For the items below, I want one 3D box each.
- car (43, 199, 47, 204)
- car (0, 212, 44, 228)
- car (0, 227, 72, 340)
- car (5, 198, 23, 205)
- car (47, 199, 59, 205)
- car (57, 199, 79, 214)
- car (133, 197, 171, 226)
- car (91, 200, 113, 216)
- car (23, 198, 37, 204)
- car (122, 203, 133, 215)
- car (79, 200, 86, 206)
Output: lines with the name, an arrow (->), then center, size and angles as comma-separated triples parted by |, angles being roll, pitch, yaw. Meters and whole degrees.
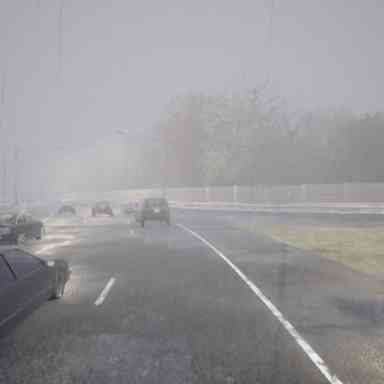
car -> -36.515, 2.334, 84.872 | 1.895, 1.301, 4.718 | 0, -1, -35
car -> -8.197, 1.670, 15.081 | 2.128, 1.511, 4.902 | 0, 0, -8
car -> -3.643, 1.618, 5.468 | 2.033, 1.411, 5.357 | 0, 0, -4
car -> -43.072, 2.278, 79.694 | 4.674, 1.442, 1.812 | -1, -1, 39
car -> -32.453, 2.405, 79.697 | 1.994, 1.385, 4.181 | 0, -1, -39
car -> -15.495, 1.957, 41.266 | 1.812, 1.442, 4.674 | 0, 0, -22
car -> -3.037, 1.435, 25.484 | 2.150, 2.045, 5.566 | 0, 0, -14
car -> -10.025, 1.706, 36.835 | 2.097, 1.767, 4.553 | 0, 0, -19
car -> -40.742, 2.254, 82.306 | 4.892, 1.490, 1.837 | -1, -1, 39
car -> -6.978, 1.907, 38.696 | 1.994, 1.385, 4.181 | 0, 0, -19
car -> -23.765, 2.257, 69.227 | 1.994, 1.385, 4.181 | 0, -1, -40
